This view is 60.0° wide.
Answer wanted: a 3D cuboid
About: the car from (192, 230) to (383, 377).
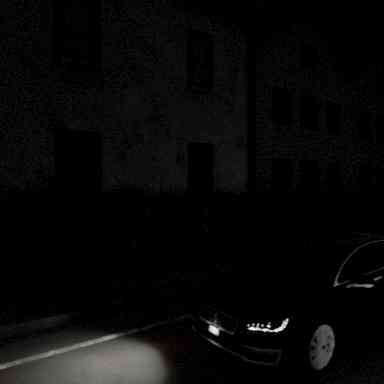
[{"bbox_3d":[2.253,1.469,5.591,4.892,1.490,1.837,-1,0,-35],"label":"car"}]
